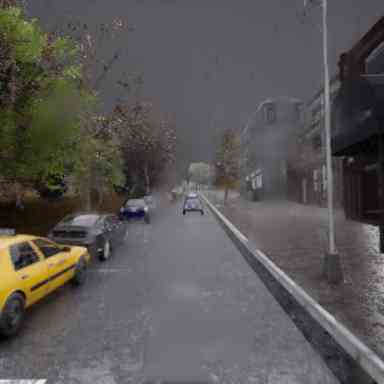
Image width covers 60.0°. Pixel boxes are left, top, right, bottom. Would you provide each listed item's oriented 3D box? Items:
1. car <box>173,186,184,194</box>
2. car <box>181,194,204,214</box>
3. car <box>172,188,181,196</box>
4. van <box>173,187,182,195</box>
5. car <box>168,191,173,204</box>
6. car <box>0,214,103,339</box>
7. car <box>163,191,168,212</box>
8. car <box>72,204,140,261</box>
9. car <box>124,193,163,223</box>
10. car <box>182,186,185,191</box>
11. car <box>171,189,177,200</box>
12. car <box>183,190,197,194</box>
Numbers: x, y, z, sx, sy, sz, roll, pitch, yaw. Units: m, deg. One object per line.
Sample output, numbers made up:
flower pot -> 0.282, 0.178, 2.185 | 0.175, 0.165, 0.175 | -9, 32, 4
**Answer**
car -> -3.643, 0.124, 73.644 | 2.097, 1.535, 5.008 | 0, 1, 2
car -> 0.105, 1.187, 29.971 | 2.033, 1.411, 5.357 | 0, 1, 0
car -> -3.644, 0.543, 56.971 | 2.163, 1.488, 4.792 | 0, 1, 2
van -> -3.637, -0.365, 84.898 | 1.878, 1.987, 4.442 | 0, 1, 2
car -> -3.648, 1.018, 34.656 | 2.231, 1.521, 4.892 | 0, 1, 2
car -> -3.629, 1.482, 6.616 | 1.946, 1.575, 5.366 | 1, 0, 2
car -> -3.650, 1.013, 29.058 | 2.185, 1.767, 4.553 | 0, 1, 2
car -> -3.632, 1.459, 12.355 | 2.231, 1.521, 4.892 | 1, 1, 2
car -> -3.651, 1.133, 23.488 | 2.185, 1.767, 4.553 | 0, 1, 2
car -> -3.642, -0.259, 79.241 | 2.435, 2.045, 5.566 | 0, 1, 2
car -> -3.639, 0.761, 45.987 | 1.946, 1.575, 5.366 | 0, 1, 2
car -> 0.058, 0.848, 44.290 | 1.812, 1.442, 4.674 | 0, 1, 1
